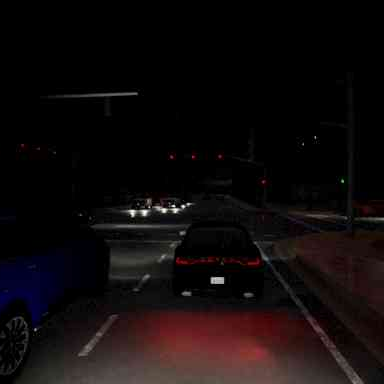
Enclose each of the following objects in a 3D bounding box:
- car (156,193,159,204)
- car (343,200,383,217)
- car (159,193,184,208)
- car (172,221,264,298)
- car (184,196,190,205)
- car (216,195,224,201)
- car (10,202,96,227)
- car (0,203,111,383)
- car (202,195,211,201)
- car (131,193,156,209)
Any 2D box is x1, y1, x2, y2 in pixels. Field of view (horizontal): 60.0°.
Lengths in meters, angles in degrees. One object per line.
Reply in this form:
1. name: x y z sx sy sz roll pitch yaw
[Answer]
1. car: -5.848 1.221 55.623 2.150 2.045 5.566 0 0 5
2. car: 16.746 1.478 30.951 5.008 1.535 1.882 0 0 5
3. car: -2.894 1.221 48.923 2.150 2.045 5.566 0 0 5
4. car: 0.646 1.478 8.590 1.882 1.535 5.008 0 0 4
5. car: -2.084 1.352 58.580 2.097 1.767 4.553 0 0 5
6. car: 7.156 1.552 84.781 1.994 1.385 4.181 0 0 5
7. car: -9.220 1.492 22.309 4.902 1.511 2.128 0 0 5
8. car: -3.075 1.221 5.481 2.150 2.045 5.566 0 0 3
9. car: 3.639 1.524 84.720 1.812 1.442 4.674 0 0 5
10. car: -6.724 1.221 45.313 2.150 2.045 5.566 0 0 3
